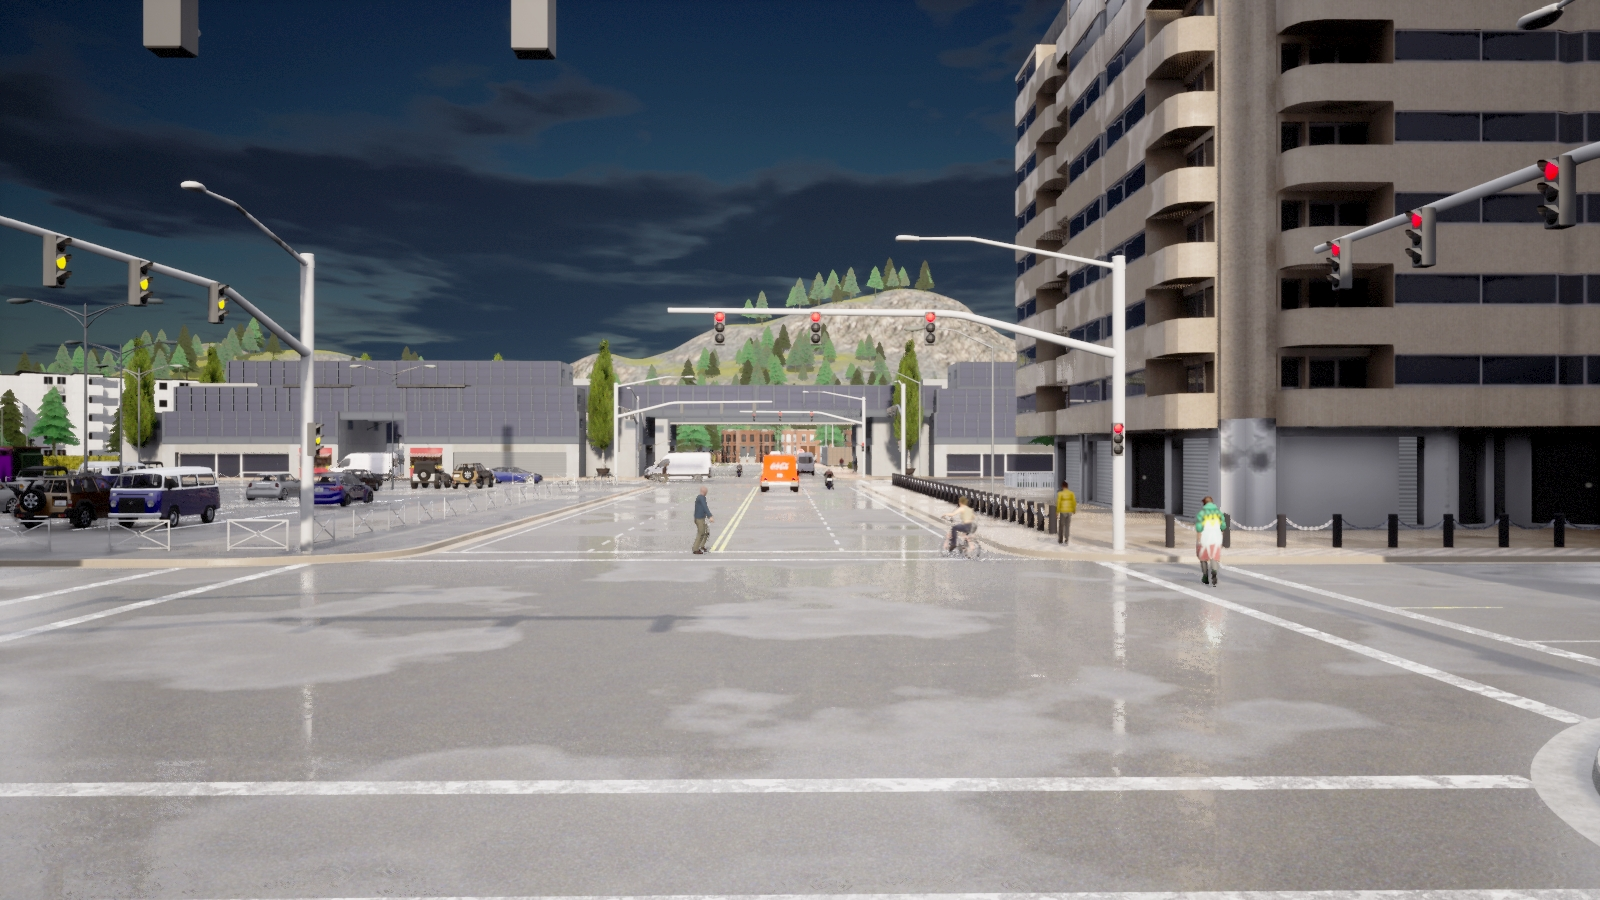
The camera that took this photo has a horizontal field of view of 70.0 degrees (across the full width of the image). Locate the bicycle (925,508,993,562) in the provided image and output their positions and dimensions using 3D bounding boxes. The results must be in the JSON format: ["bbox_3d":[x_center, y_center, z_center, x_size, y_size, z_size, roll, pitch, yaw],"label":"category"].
[{"bbox_3d":[4.008,2.136,28.807,0.859,1.276,1.487,6,-4,-35],"label":"bicycle"}]

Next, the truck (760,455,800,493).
[{"bbox_3d":[-1.366,1.564,77.071,2.627,2.467,5.204,0,0,-1],"label":"truck"}]

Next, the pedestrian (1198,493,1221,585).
[{"bbox_3d":[8.340,1.804,23.269,0.375,1.860,0.375,0,0,6],"label":"pedestrian"}]

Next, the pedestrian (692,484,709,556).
[{"bbox_3d":[-2.623,1.836,30.192,0.375,1.860,0.375,0,0,-18],"label":"pedestrian"}]

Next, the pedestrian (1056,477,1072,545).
[{"bbox_3d":[7.298,1.695,31.595,0.375,1.860,0.375,0,0,2],"label":"pedestrian"}]
